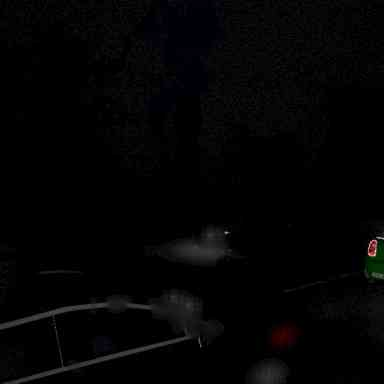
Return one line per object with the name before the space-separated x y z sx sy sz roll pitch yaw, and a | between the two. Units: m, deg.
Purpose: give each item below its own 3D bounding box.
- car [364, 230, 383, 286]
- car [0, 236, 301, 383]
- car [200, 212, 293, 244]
car | 6.279 1.352 8.178 4.553 1.767 2.097 0 0 -35
car | -1.037 1.492 2.986 4.902 1.511 2.128 0 0 -36
car | 2.374 1.564 14.244 4.181 1.385 1.994 0 0 -35
